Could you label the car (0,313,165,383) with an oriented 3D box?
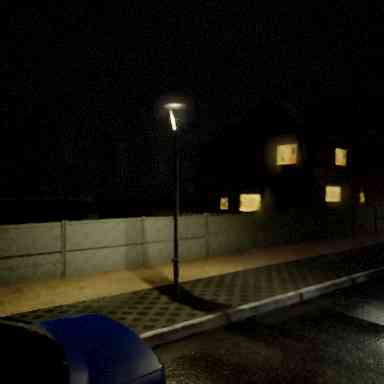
[{"bbox_3d":[-2.442,1.483,1.320,5.008,1.535,1.882,0,0,-35],"label":"car"}]
